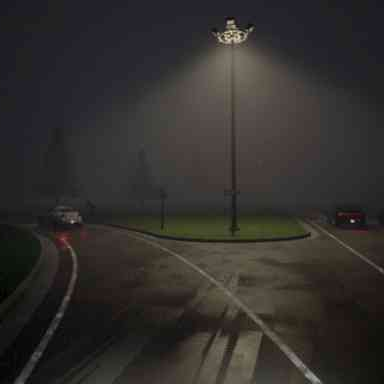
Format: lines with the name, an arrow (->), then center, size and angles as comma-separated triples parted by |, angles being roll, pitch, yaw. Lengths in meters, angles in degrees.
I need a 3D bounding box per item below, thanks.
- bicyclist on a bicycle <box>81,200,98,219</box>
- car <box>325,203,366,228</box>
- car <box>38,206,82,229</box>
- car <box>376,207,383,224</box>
bicyclist on a bicycle -> -8.938, 1.531, 29.054 | 0.582, 1.620, 1.656 | -1, 0, 43
car -> 10.470, 1.559, 22.917 | 1.837, 1.490, 4.892 | 0, 0, 13
car -> -9.301, 1.726, 23.402 | 1.812, 1.442, 4.674 | 0, -1, -41
car -> 13.804, 1.376, 21.814 | 2.097, 1.767, 4.553 | 0, 0, 13
